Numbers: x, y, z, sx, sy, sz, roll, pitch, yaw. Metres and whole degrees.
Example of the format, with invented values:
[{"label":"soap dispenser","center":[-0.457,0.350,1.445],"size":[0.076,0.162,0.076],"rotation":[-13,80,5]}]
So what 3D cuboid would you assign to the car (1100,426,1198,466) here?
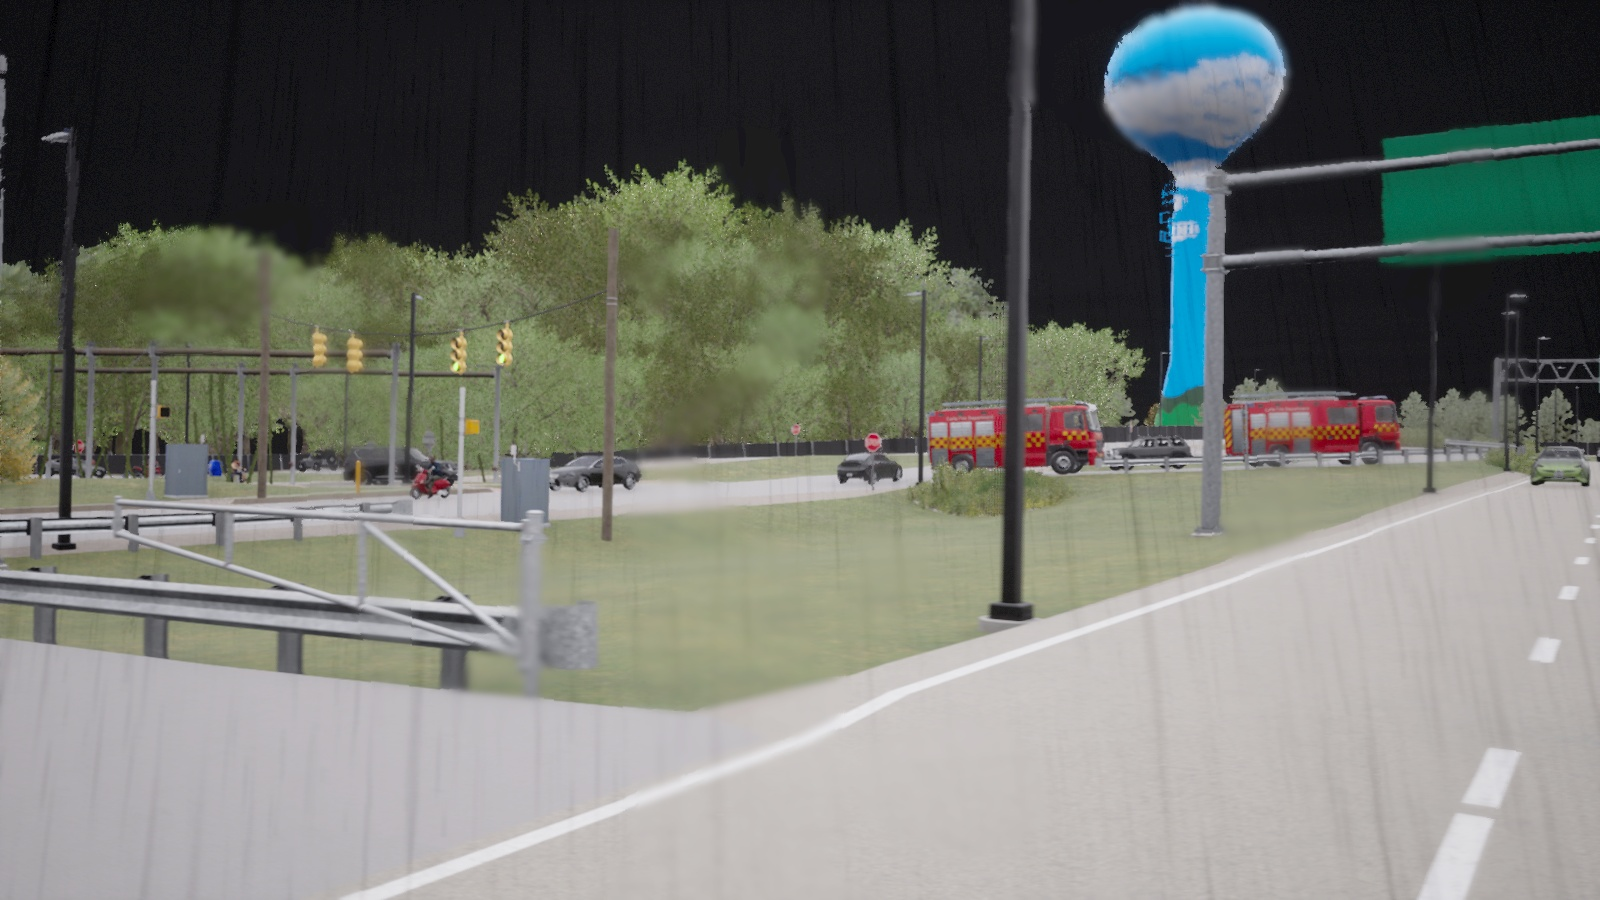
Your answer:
[{"label":"car","center":[18.675,-0.201,67.320],"size":[4.605,1.855,1.932],"rotation":[-3,0,-7]}]

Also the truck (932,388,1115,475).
[{"label":"truck","center":[11.202,-0.867,63.196],"size":[8.468,3.827,2.891],"rotation":[-3,-1,23]}]

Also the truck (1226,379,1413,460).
[{"label":"truck","center":[26.926,-1.568,65.249],"size":[8.468,3.827,2.891],"rotation":[-2,0,-6]}]

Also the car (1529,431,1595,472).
[{"label":"car","center":[29.603,0.043,48.721],"size":[2.007,1.525,4.514],"rotation":[0,1,33]}]

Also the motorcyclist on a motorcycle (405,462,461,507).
[{"label":"motorcyclist on a motorcycle","center":[-13.580,1.253,46.514],"size":[0.866,1.590,1.817],"rotation":[0,1,33]}]

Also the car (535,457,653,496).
[{"label":"car","center":[-8.781,1.091,53.845],"size":[2.128,1.511,4.902],"rotation":[0,1,36]}]

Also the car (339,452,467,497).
[{"label":"car","center":[-19.437,1.206,61.656],"size":[5.566,2.045,2.150],"rotation":[-2,-1,8]}]

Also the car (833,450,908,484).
[{"label":"car","center":[3.560,0.806,62.163],"size":[1.837,1.490,4.892],"rotation":[-1,1,27]}]

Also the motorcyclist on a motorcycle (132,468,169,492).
[{"label":"motorcyclist on a motorcycle","center":[-44.066,2.044,85.230],"size":[2.044,1.523,0.797],"rotation":[-3,-1,-6]}]
